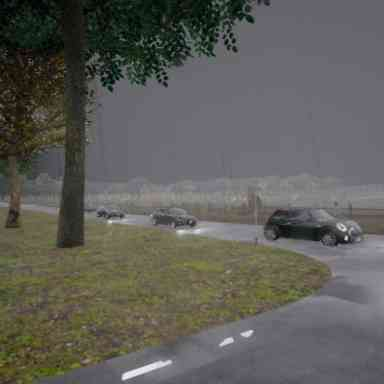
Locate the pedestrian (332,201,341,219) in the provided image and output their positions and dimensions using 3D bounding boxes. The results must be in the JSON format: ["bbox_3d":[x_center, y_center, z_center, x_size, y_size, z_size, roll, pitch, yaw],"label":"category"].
[{"bbox_3d":[9.169,1.477,21.035,0.375,1.860,0.375,-2,1,-35],"label":"pedestrian"}]

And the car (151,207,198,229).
[{"bbox_3d":[-1.495,1.948,25.800,1.837,1.490,4.892,-1,0,-35],"label":"car"}]

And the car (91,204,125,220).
[{"bbox_3d":[-9.024,2.186,36.494,1.837,1.490,4.892,-1,-1,-35],"label":"car"}]

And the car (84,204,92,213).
[{"bbox_3d":[-15.435,2.461,50.696,1.994,1.385,4.181,-1,0,-35],"label":"car"}]

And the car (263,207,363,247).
[{"bbox_3d":[5.832,1.563,16.369,2.097,1.767,4.553,-1,0,-42],"label":"car"}]
